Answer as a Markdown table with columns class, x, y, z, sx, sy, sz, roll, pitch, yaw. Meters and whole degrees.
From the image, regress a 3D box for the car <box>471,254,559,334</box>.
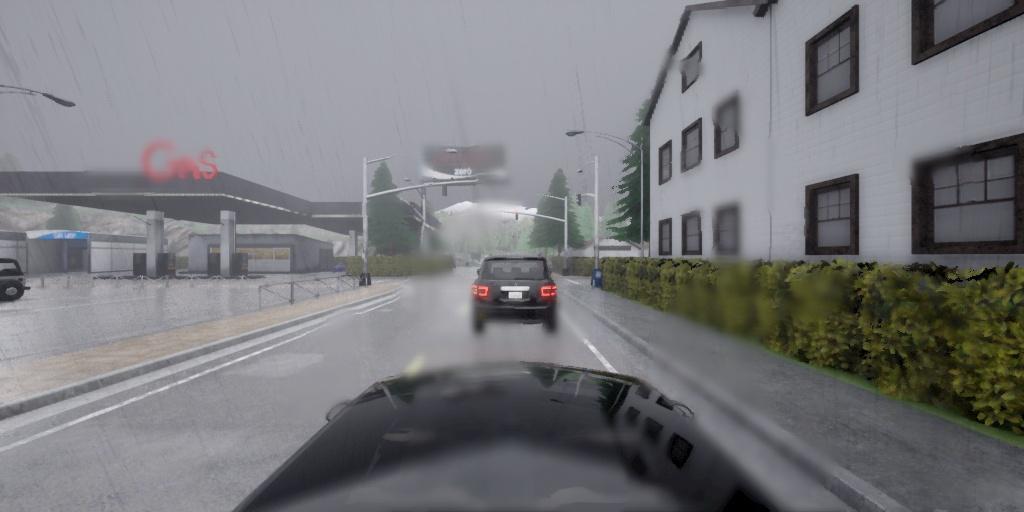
| class | x | y | z | sx | sy | sz | roll | pitch | yaw |
| --- | --- | --- | --- | --- | --- | --- | --- | --- | --- |
| car | 0.087 | 0.971 | 10.724 | 2.150 | 2.045 | 5.566 | 0 | 0 | 0 |
